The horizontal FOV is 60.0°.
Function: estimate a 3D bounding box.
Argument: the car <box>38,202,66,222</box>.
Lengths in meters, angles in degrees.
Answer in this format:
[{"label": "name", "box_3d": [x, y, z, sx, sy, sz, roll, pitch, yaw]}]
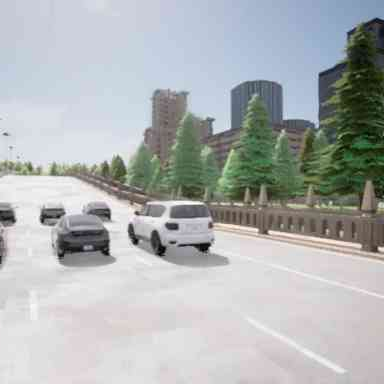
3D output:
[{"label": "car", "box_3d": [-11.286, 1.520, 26.909, 2.128, 1.511, 4.902, 0, 2, -26]}]

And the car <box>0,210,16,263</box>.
[{"label": "car", "box_3d": [-7.754, 1.628, 12.033, 2.128, 1.511, 4.902, 0, -1, -26]}]

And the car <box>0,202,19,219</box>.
[{"label": "car", "box_3d": [-14.417, 1.512, 25.346, 1.837, 1.490, 4.892, 0, 2, -26]}]

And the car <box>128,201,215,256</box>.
[{"label": "car", "box_3d": [-1.087, 1.394, 14.336, 2.150, 2.045, 5.566, 0, 0, -26]}]

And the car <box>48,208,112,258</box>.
[{"label": "car", "box_3d": [-4.618, 1.664, 13.587, 1.837, 1.490, 4.892, 0, 0, -26]}]

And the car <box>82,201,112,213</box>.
[{"label": "car", "box_3d": [-8.162, 1.555, 28.486, 1.837, 1.490, 4.892, 0, 2, -26]}]
